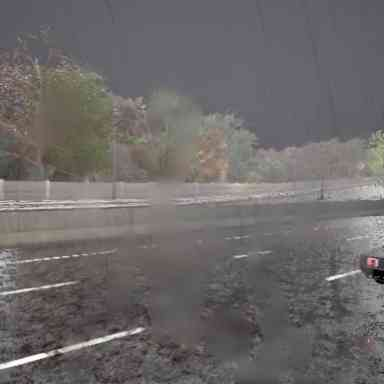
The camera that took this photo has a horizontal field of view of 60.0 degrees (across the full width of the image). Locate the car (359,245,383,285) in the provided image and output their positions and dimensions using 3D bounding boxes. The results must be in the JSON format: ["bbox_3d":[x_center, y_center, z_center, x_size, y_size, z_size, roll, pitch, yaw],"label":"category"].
[{"bbox_3d":[6.190,1.581,8.161,4.718,1.301,1.895,0,0,-35],"label":"car"}]
